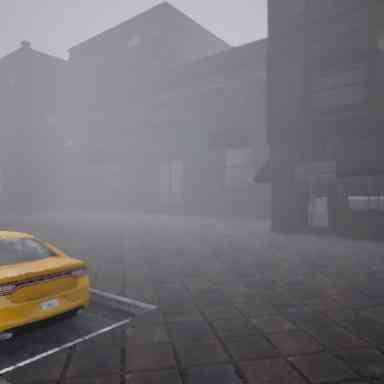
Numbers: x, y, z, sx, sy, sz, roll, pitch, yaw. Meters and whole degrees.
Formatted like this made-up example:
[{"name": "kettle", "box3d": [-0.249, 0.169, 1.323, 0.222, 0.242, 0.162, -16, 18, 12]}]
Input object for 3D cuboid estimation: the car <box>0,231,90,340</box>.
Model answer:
[{"name": "car", "box3d": [-4.037, 1.484, 6.305, 5.008, 1.535, 2.097, 0, 0, 37]}]
